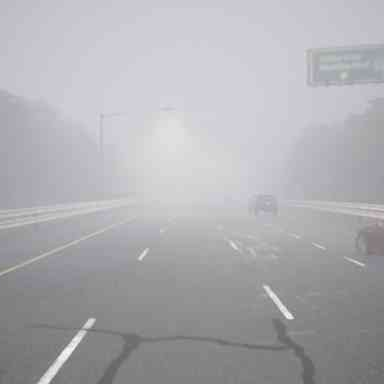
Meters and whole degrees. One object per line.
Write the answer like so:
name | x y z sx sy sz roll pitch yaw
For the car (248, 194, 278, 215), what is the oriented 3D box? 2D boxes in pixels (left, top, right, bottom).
car | 7.014 1.220 33.320 2.150 2.045 5.566 0 0 0

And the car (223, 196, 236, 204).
car | 7.030 1.479 62.568 1.882 1.535 5.008 0 0 0

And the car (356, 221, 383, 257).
car | 7.001 1.352 10.262 2.097 1.767 4.553 0 0 0
